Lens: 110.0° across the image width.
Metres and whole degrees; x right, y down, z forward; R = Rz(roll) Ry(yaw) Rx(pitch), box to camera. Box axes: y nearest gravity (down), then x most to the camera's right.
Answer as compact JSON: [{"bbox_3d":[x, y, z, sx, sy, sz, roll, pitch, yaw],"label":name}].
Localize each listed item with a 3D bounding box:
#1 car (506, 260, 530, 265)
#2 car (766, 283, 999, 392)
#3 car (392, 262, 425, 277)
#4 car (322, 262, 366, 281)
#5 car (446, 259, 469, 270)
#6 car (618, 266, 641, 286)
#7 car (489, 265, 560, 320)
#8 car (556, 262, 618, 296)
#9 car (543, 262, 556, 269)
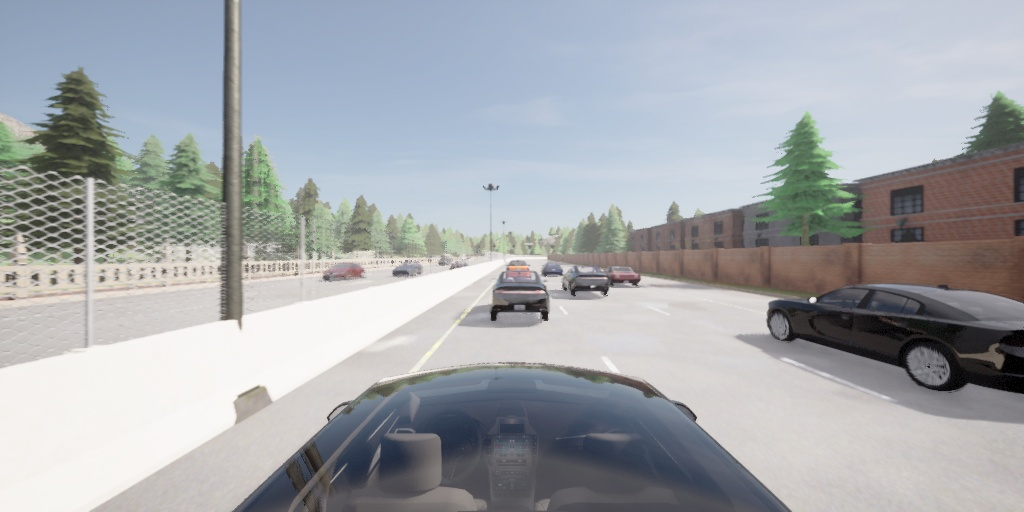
[{"bbox_3d":[0.499,1.108,30.517,2.097,1.767,4.553,0,0,1],"label":"car"},{"bbox_3d":[7.175,1.243,6.791,1.882,1.535,5.008,0,0,1],"label":"car"},{"bbox_3d":[-10.128,1.282,35.496,2.033,1.411,5.357,0,0,1],"label":"car"},{"bbox_3d":[-13.710,1.252,29.667,1.812,1.442,4.674,0,0,1],"label":"car"},{"bbox_3d":[-6.482,1.308,44.715,1.994,1.385,4.181,0,0,1],"label":"car"},{"bbox_3d":[7.424,1.370,25.356,1.895,1.301,4.718,0,0,1],"label":"car"},{"bbox_3d":[0.249,1.244,12.577,2.128,1.511,4.902,0,0,1],"label":"car"},{"bbox_3d":[3.838,1.252,19.264,2.128,1.511,4.902,0,0,1],"label":"car"},{"bbox_3d":[4.094,1.329,37.178,1.994,1.385,4.181,0,0,1],"label":"car"}]
